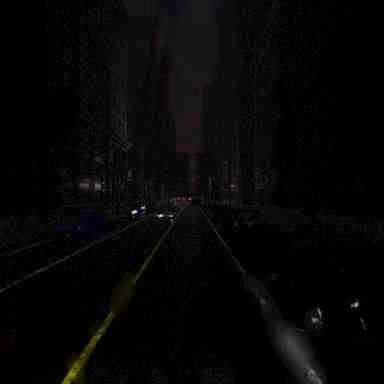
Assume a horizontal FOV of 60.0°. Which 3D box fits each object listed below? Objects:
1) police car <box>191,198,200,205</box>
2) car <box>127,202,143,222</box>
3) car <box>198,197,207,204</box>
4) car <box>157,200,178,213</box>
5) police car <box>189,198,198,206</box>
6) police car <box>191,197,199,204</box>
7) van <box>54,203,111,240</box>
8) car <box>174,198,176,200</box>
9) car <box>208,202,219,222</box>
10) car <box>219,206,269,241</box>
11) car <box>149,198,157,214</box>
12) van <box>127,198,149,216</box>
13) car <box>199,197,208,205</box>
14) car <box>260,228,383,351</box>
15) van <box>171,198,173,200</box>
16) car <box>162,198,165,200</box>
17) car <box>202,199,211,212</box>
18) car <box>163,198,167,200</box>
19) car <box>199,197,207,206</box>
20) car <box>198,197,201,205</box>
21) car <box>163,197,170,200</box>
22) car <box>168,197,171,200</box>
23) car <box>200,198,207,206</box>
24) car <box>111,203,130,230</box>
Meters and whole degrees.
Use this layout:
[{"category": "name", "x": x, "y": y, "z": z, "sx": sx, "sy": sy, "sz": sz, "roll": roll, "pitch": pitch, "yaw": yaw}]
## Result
[{"category": "police car", "x": 0.817, "y": 2.182, "z": 79.645, "sx": 1.930, "sy": 1.638, "sz": 5.238, "roll": 0, "pitch": -1, "yaw": 0}, {"category": "car", "x": -5.784, "y": 1.816, "z": 28.816, "sx": 2.008, "sy": 1.369, "sz": 4.403, "roll": 0, "pitch": -1, "yaw": 0}, {"category": "car", "x": 2.703, "y": 2.128, "z": 85.191, "sx": 2.192, "sy": 1.841, "sz": 5.009, "roll": 0, "pitch": -1, "yaw": 0}, {"category": "car", "x": -3.121, "y": 1.990, "z": 41.940, "sx": 1.895, "sy": 1.301, "sz": 4.718, "roll": 0, "pitch": -1, "yaw": 0}, {"category": "police car", "x": 0.855, "y": 2.081, "z": 69.645, "sx": 1.930, "sy": 1.638, "sz": 5.238, "roll": 0, "pitch": -1, "yaw": 0}, {"category": "police car", "x": 0.812, "y": 2.243, "z": 85.644, "sx": 1.930, "sy": 1.638, "sz": 5.238, "roll": 0, "pitch": -1, "yaw": 0}, {"category": "van", "x": -5.777, "y": 1.502, "z": 17.546, "sx": 1.690, "sy": 1.788, "sz": 3.998, "roll": 0, "pitch": -1, "yaw": 0}, {"category": "car", "x": -5.821, "y": 2.395, "z": 85.180, "sx": 1.802, "sy": 1.307, "sz": 4.206, "roll": 0, "pitch": -1, "yaw": 0}, {"category": "car", "x": 2.741, "y": 1.830, "z": 28.829, "sx": 1.947, "sy": 1.339, "sz": 4.313, "roll": 0, "pitch": -1, "yaw": 0}, {"category": "car", "x": 2.748, "y": 1.600, "z": 17.558, "sx": 1.967, "sy": 1.590, "sz": 4.097, "roll": 0, "pitch": -1, "yaw": 0}, {"category": "car", "x": -5.792, "y": 1.812, "z": 40.090, "sx": 1.967, "sy": 1.590, "sz": 4.097, "roll": 0, "pitch": -1, "yaw": 0}, {"category": "van", "x": -5.788, "y": 1.659, "z": 34.455, "sx": 1.690, "sy": 1.788, "sz": 3.998, "roll": 0, "pitch": -1, "yaw": 0}, {"category": "car", "x": 2.706, "y": 2.070, "z": 79.555, "sx": 2.192, "sy": 1.841, "sz": 5.009, "roll": 0, "pitch": -1, "yaw": 0}, {"category": "car", "x": 2.756, "y": 1.624, "z": 6.285, "sx": 1.947, "sy": 1.339, "sz": 4.313, "roll": 0, "pitch": -1, "yaw": 0}, {"category": "van", "x": -5.814, "y": 2.040, "z": 73.910, "sx": 1.690, "sy": 1.788, "sz": 3.998, "roll": 0, "pitch": -1, "yaw": 0}, {"category": "car", "x": -5.798, "y": 2.044, "z": 51.362, "sx": 1.947, "sy": 1.339, "sz": 4.313, "roll": 0, "pitch": -1, "yaw": 0}, {"category": "car", "x": 2.730, "y": 2.007, "z": 45.737, "sx": 1.802, "sy": 1.307, "sz": 4.206, "roll": 0, "pitch": -1, "yaw": 0}, {"category": "car", "x": -5.802, "y": 2.098, "z": 56.998, "sx": 1.947, "sy": 1.339, "sz": 4.313, "roll": 0, "pitch": -1, "yaw": 0}, {"category": "car", "x": 2.719, "y": 2.169, "z": 62.646, "sx": 1.802, "sy": 1.307, "sz": 4.206, "roll": 0, "pitch": -1, "yaw": 0}, {"category": "car", "x": 2.715, "y": 2.082, "z": 68.283, "sx": 1.967, "sy": 1.590, "sz": 4.097, "roll": 0, "pitch": -1, "yaw": 0}, {"category": "car", "x": -5.806, "y": 2.138, "z": 62.635, "sx": 2.008, "sy": 1.369, "sz": 4.403, "roll": 0, "pitch": -1, "yaw": 0}, {"category": "car", "x": -5.810, "y": 2.224, "z": 68.271, "sx": 1.802, "sy": 1.307, "sz": 4.206, "roll": 0, "pitch": -1, "yaw": 0}, {"category": "car", "x": 2.723, "y": 2.114, "z": 57.009, "sx": 1.802, "sy": 1.307, "sz": 4.206, "roll": 0, "pitch": -1, "yaw": 0}, {"category": "car", "x": -5.780, "y": 1.736, "z": 23.011, "sx": 1.752, "sy": 1.417, "sz": 4.829, "roll": 0, "pitch": -1, "yaw": 0}]
